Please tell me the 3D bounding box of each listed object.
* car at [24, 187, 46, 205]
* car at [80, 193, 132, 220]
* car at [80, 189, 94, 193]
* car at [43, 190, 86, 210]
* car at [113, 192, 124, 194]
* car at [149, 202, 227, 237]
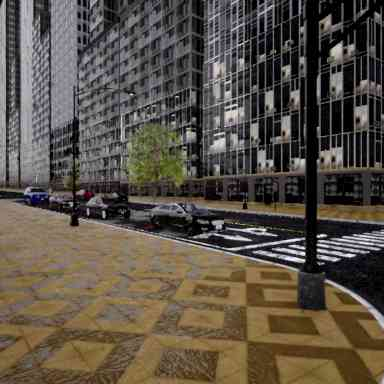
[{"bbox_3d":[-18.911,0.435,40.542,2.150,2.045,5.566,0,1,-38],"label":"car"},{"bbox_3d":[-6.153,1.099,24.180,1.837,1.490,4.892,0,1,-38],"label":"car"},{"bbox_3d":[-17.789,0.355,55.178,2.097,1.767,4.553,0,1,-39],"label":"car"},{"bbox_3d":[-12.390,0.900,32.138,2.128,1.511,4.902,0,1,-38],"label":"car"},{"bbox_3d":[-10.358,0.752,45.651,1.812,1.442,4.674,0,1,-38],"label":"car"},{"bbox_3d":[-0.309,1.259,16.749,2.128,1.511,4.902,0,1,-38],"label":"car"}]
